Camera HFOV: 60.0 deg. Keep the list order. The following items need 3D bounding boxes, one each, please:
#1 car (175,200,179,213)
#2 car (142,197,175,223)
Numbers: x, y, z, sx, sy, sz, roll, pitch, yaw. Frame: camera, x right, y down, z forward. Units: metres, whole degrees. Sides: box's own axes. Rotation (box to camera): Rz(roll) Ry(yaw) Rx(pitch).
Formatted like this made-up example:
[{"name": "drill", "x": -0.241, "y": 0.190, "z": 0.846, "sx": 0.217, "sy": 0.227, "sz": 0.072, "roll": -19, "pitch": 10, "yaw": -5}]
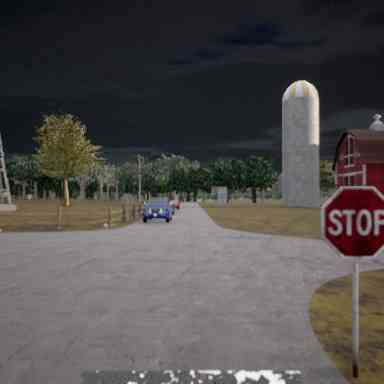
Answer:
[{"name": "car", "x": -2.908, "y": 1.926, "z": 39.163, "sx": 2.033, "sy": 1.411, "sz": 5.357, "roll": 0, "pitch": -1, "yaw": 0}, {"name": "car", "x": -2.887, "y": 1.483, "z": 28.768, "sx": 2.150, "sy": 2.045, "sz": 5.566, "roll": 0, "pitch": -1, "yaw": 0}]
